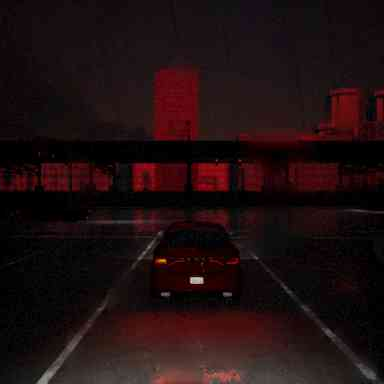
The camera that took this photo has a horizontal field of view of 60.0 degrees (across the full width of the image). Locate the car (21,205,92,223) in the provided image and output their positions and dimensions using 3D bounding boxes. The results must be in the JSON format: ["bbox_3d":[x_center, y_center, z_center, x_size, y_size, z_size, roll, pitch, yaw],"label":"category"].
[{"bbox_3d":[-10.102,1.599,25.058,4.718,1.301,1.895,0,0,2],"label":"car"}]

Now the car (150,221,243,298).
[{"bbox_3d":[0.091,1.478,8.592,1.882,1.535,5.008,0,0,0],"label":"car"}]

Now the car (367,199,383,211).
[{"bbox_3d":[22.714,1.403,38.390,4.674,1.442,1.812,-1,0,1],"label":"car"}]
